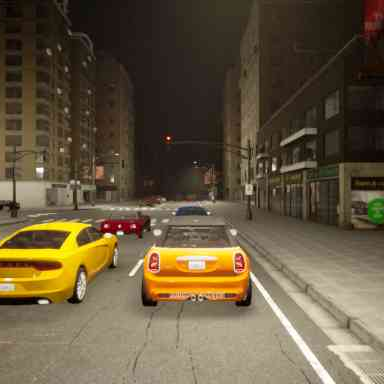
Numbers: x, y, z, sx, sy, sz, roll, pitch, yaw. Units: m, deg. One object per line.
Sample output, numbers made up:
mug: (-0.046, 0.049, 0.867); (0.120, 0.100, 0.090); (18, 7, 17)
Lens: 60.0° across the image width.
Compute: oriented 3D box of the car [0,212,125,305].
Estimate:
car: (-3.165, 1.478, 8.173); (1.882, 1.535, 5.008); (0, 0, 0)

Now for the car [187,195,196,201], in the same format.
car: (-0.161, 1.399, 80.765); (2.097, 1.767, 4.553); (0, 0, 0)

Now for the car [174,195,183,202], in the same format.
car: (-3.410, 1.543, 80.372); (1.837, 1.490, 4.892); (0, 0, 0)

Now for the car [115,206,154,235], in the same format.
car: (-3.284, 1.603, 17.430); (1.895, 1.301, 4.718); (0, 0, 0)

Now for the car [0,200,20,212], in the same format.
car: (-22.226, 1.596, 38.513); (4.313, 1.339, 1.947); (0, 0, 0)

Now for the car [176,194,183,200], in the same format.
car: (-3.432, 1.421, 90.794); (1.882, 1.535, 5.008); (0, 0, 0)

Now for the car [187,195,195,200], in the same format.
car: (-0.182, 1.483, 90.800); (2.033, 1.411, 5.357); (0, 0, 0)

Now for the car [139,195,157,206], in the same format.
car: (-6.693, 1.544, 49.164); (1.812, 1.442, 4.674); (0, 0, 0)

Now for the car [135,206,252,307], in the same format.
car: (0.084, 1.353, 8.164); (2.097, 1.767, 4.553); (0, 0, 0)

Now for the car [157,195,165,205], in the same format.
car: (-6.692, 1.378, 60.314); (2.097, 1.767, 4.553); (0, 0, 0)
